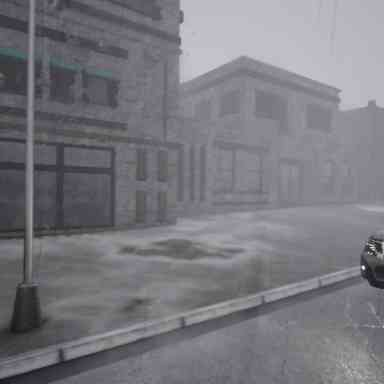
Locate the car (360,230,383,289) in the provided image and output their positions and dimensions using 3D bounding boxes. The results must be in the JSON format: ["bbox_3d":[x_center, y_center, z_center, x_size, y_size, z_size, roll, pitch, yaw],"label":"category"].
[{"bbox_3d":[6.268,1.147,7.849,5.566,2.045,2.150,-1,1,-35],"label":"car"}]
